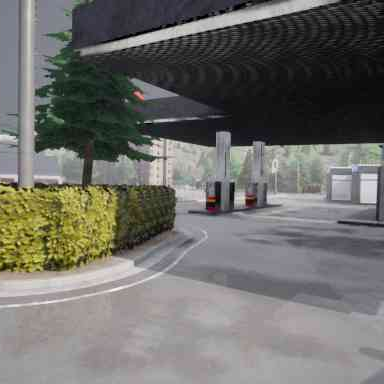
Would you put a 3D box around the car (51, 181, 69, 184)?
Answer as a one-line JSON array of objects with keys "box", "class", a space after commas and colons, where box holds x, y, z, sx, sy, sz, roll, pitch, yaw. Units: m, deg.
[{"box": [-26.777, -1.255, 65.446, 3.866, 1.878, 1.905, 2, 2, 35], "class": "car"}]

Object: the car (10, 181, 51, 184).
[{"box": [-17.227, -0.176, 35.202, 3.866, 1.878, 1.905, 2, 2, 35], "class": "car"}]

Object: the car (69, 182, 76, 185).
[{"box": [-25.440, -1.281, 68.058, 4.605, 1.855, 1.932, 2, 2, 35], "class": "car"}]

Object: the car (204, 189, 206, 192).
[{"box": [4.886, -0.326, 65.595, 5.027, 1.636, 2.152, 2, 2, 35], "class": "car"}]

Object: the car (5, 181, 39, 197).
[{"box": [-21.761, -0.462, 42.419, 4.605, 1.855, 1.932, 2, 2, 35], "class": "car"}]
